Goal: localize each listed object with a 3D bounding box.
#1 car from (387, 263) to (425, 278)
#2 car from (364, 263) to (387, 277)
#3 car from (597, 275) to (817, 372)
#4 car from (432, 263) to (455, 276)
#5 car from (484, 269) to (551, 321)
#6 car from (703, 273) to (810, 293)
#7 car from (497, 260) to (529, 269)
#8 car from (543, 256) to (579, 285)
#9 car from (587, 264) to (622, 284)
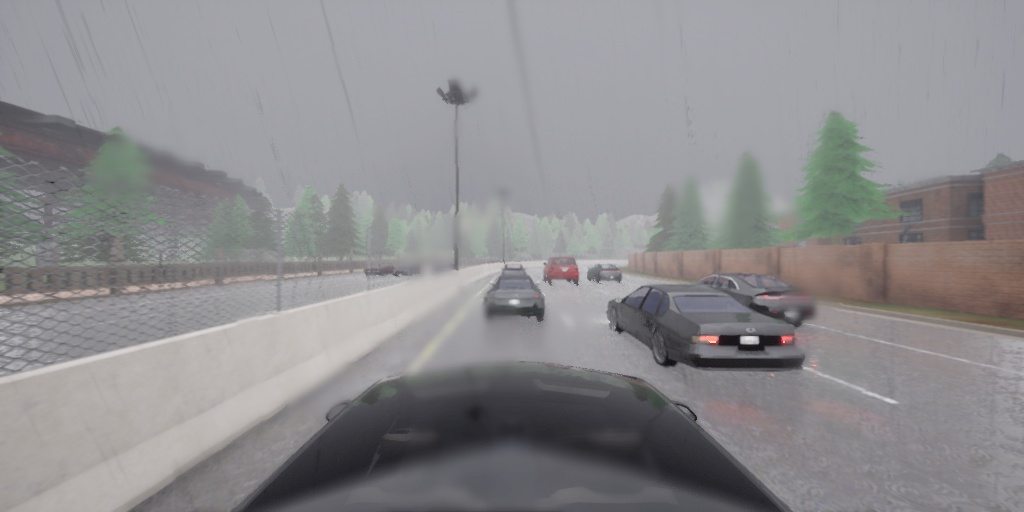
[{"bbox_3d":[-10.396,1.390,36.430,2.033,1.411,5.357,0,0,2],"label":"car"},{"bbox_3d":[-13.800,1.443,37.923,1.895,1.301,4.718,0,0,3],"label":"car"},{"bbox_3d":[3.585,1.322,7.908,2.033,1.411,5.357,0,0,0],"label":"car"},{"bbox_3d":[-6.802,1.413,37.002,1.994,1.385,4.181,0,0,3],"label":"car"},{"bbox_3d":[0.101,1.348,12.733,1.994,1.385,4.181,0,0,0],"label":"car"},{"bbox_3d":[7.098,1.283,11.505,2.128,1.511,4.902,0,0,0],"label":"car"},{"bbox_3d":[0.123,1.322,27.986,2.128,1.511,4.902,0,0,0],"label":"car"},{"bbox_3d":[3.622,1.055,27.034,2.150,2.045,5.566,0,0,0],"label":"car"},{"bbox_3d":[7.123,1.332,27.976,2.128,1.511,4.902,0,0,0],"label":"car"}]
